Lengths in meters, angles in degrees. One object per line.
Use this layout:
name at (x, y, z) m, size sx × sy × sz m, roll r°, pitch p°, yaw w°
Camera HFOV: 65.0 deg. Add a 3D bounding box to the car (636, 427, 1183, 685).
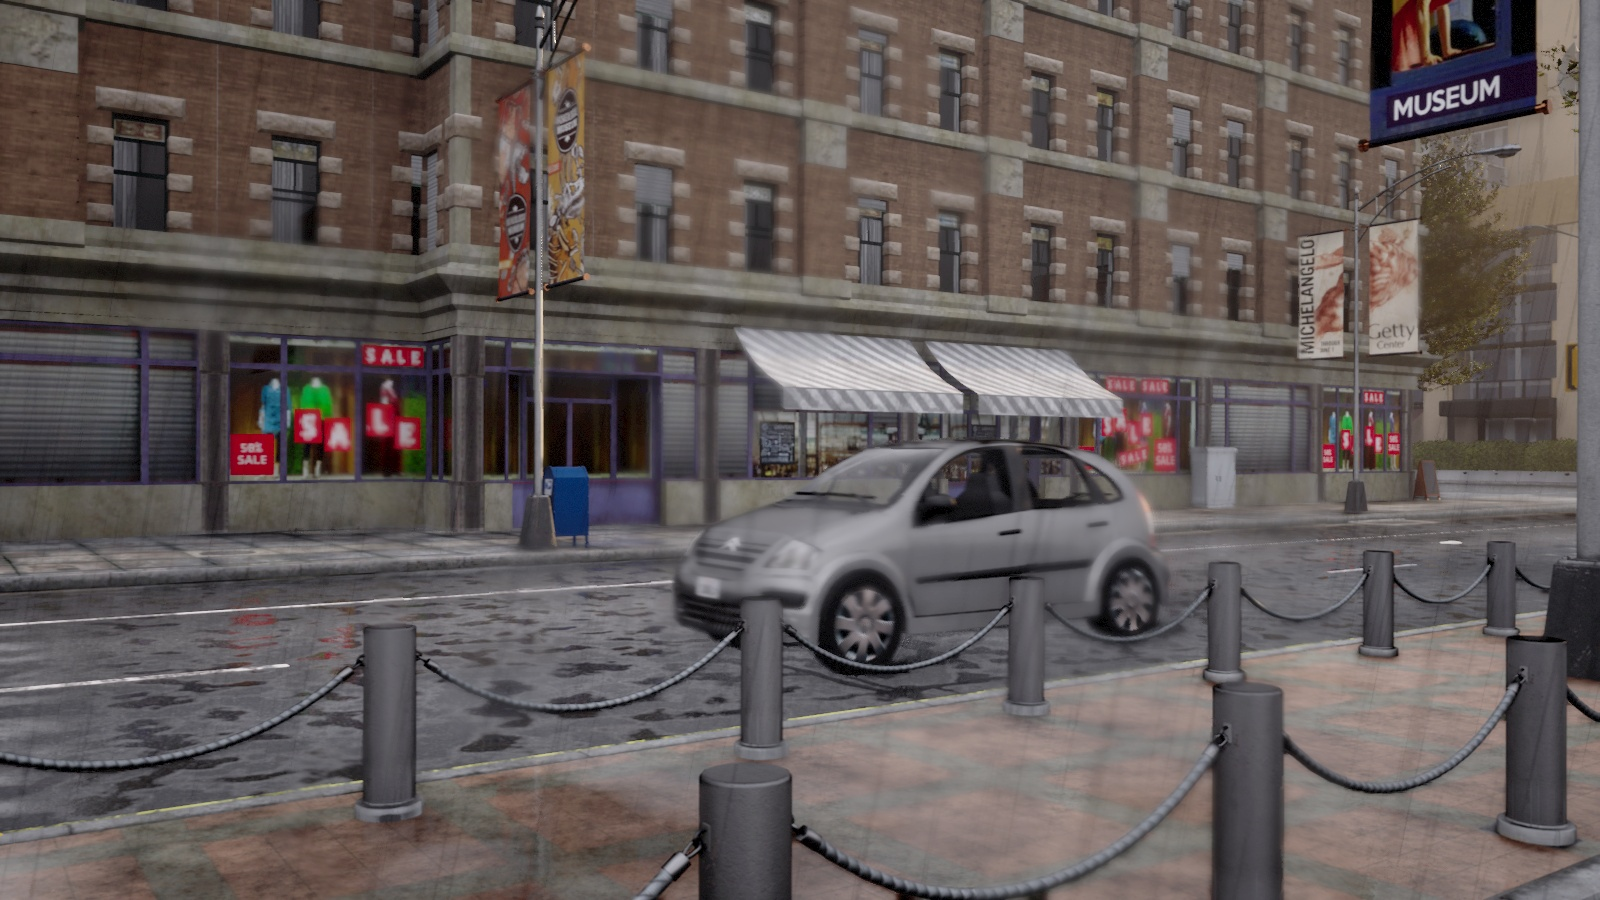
car at (0.936, 0.670, 9.792) m, size 3.988 × 1.617 × 1.851 m, roll 0°, pitch 0°, yaw -35°
